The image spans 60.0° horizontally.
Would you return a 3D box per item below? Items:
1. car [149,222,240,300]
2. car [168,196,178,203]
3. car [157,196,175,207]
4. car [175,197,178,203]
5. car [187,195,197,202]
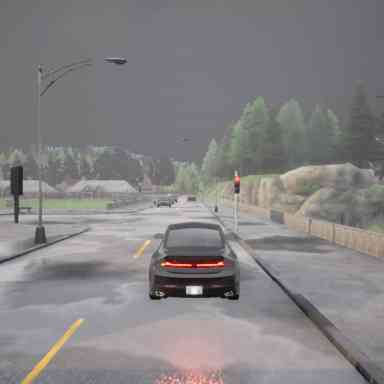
[{"bbox_3d":[0.058,1.505,8.363,1.837,1.490,4.892,0,0,0],"label":"car"},{"bbox_3d":[-4.019,1.595,69.926,1.895,1.301,4.718,0,0,0],"label":"car"},{"bbox_3d":[-4.109,1.564,49.729,1.994,1.385,4.181,0,0,0],"label":"car"},{"bbox_3d":[-4.094,1.505,59.744,1.837,1.490,4.892,0,0,0],"label":"car"},{"bbox_3d":[-0.020,1.324,70.981,1.882,1.535,5.008,0,0,0],"label":"car"}]
